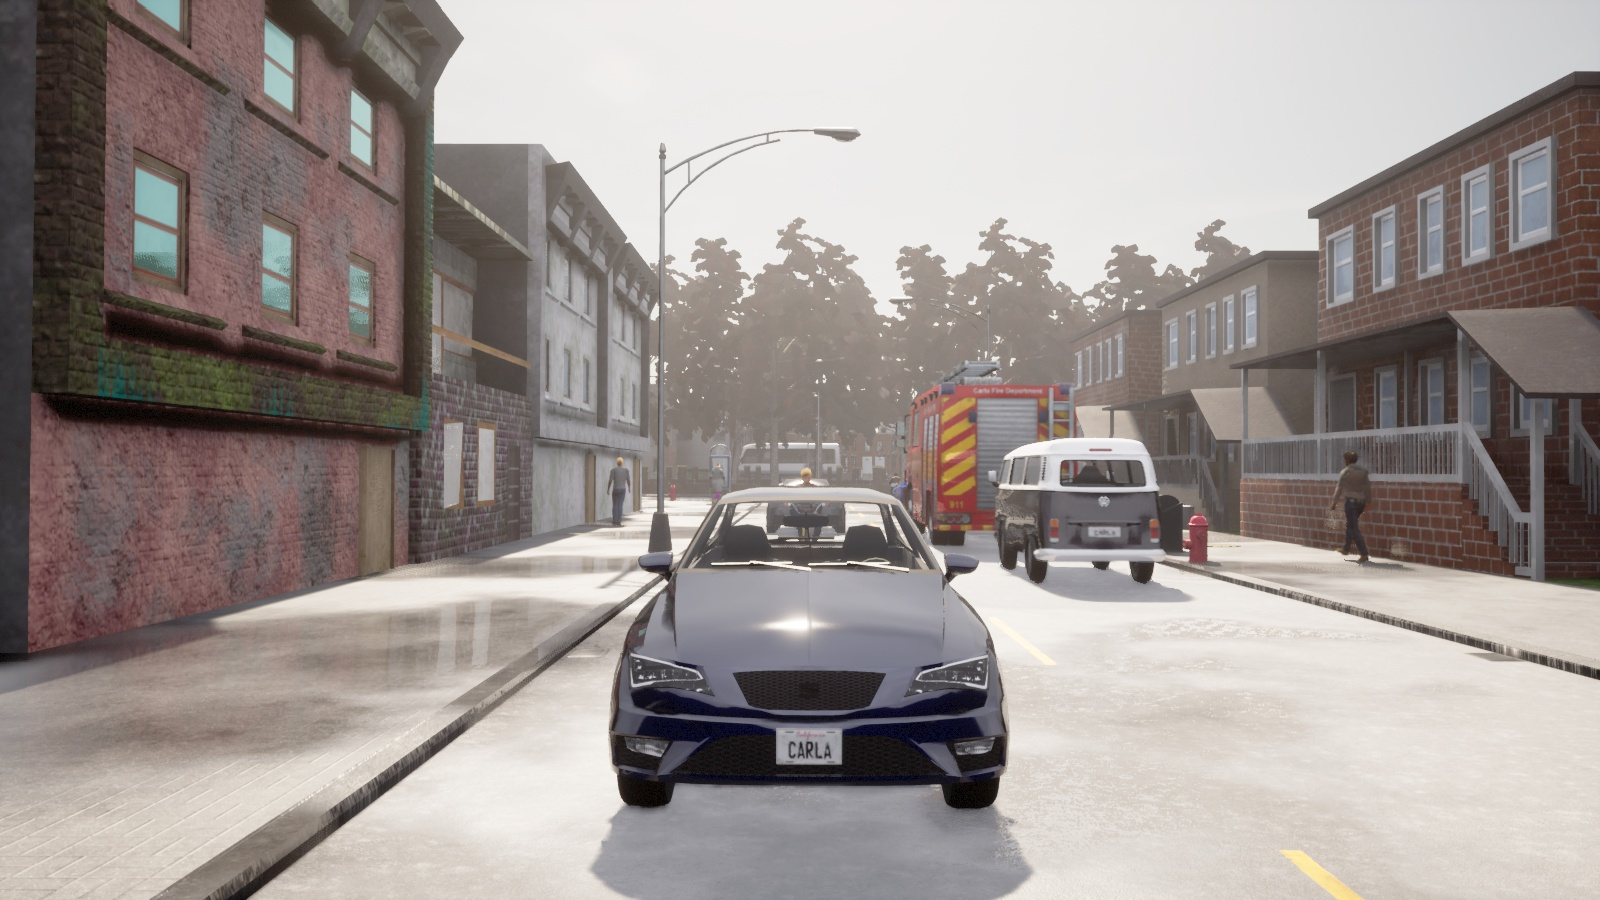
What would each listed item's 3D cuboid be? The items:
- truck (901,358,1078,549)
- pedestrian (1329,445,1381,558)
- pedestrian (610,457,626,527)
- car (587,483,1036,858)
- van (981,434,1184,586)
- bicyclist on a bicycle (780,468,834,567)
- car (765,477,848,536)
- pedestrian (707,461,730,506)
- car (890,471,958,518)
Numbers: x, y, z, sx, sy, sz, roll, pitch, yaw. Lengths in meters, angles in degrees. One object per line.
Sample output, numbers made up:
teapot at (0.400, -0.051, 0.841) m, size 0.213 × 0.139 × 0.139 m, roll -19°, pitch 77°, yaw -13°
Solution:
truck at (4.155, 0.128, 29.484) m, size 2.891 × 3.827 × 8.468 m, roll 0°, pitch -1°, yaw 0°
pedestrian at (9.070, 0.832, 20.543) m, size 0.328 × 1.805 × 0.869 m, roll 0°, pitch -1°, yaw -11°
pedestrian at (-4.848, 1.103, 33.406) m, size 0.354 × 1.836 × 0.706 m, roll 0°, pitch -1°, yaw -13°
car at (0.052, 0.949, 7.201) m, size 1.816 × 1.474 × 4.193 m, roll 0°, pitch -1°, yaw 0°
van at (4.108, 0.841, 19.065) m, size 2.069 × 2.038 × 4.480 m, roll 0°, pitch -1°, yaw 0°
bicyclist on a bicycle at (0.118, 1.105, 21.131) m, size 0.866 × 1.612 × 1.509 m, roll 0°, pitch -1°, yaw 0°
car at (0.174, 1.423, 32.591) m, size 1.994 × 1.385 × 4.181 m, roll 0°, pitch -1°, yaw 0°
pedestrian at (-3.558, 1.455, 54.732) m, size 0.659 × 1.952 × 0.873 m, roll -1°, pitch -1°, yaw 22°
car at (4.227, 1.504, 43.515) m, size 1.882 × 1.535 × 5.008 m, roll 0°, pitch -1°, yaw 0°
